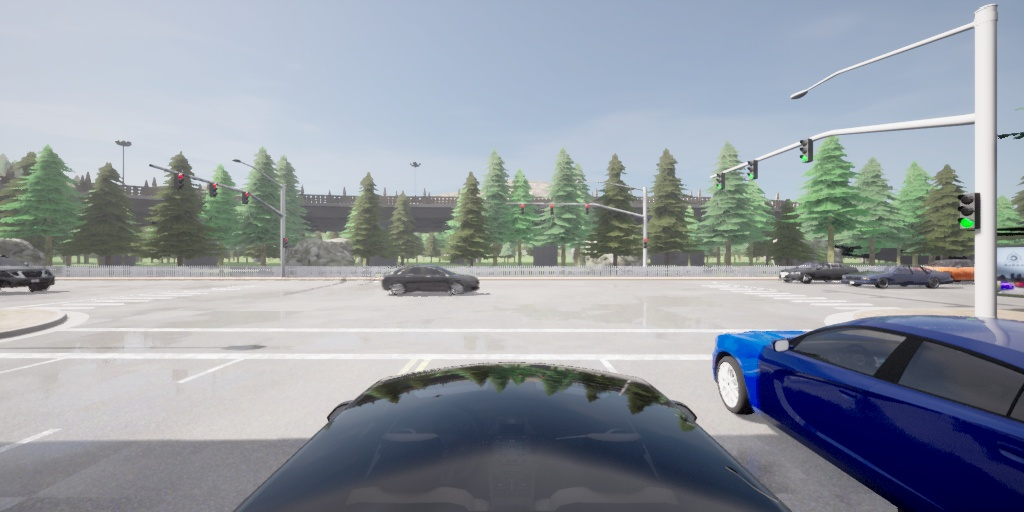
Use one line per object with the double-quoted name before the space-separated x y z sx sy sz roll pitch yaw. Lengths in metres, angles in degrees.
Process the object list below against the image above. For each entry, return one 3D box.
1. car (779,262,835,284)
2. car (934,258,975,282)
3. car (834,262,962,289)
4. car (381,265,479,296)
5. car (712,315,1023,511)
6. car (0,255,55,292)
"car" 21.757 1.186 25.510 4.902 1.511 2.128 0 0 0
"car" 30.850 1.048 25.355 4.553 1.767 2.097 0 0 2
"car" 23.565 1.242 22.024 5.357 1.411 2.033 0 0 0
"car" -4.138 1.226 18.360 4.892 1.490 1.837 0 0 0
"car" 3.641 1.228 2.945 1.882 1.535 5.008 0 0 2
"car" -27.194 0.916 18.364 5.566 2.045 2.150 0 0 0
